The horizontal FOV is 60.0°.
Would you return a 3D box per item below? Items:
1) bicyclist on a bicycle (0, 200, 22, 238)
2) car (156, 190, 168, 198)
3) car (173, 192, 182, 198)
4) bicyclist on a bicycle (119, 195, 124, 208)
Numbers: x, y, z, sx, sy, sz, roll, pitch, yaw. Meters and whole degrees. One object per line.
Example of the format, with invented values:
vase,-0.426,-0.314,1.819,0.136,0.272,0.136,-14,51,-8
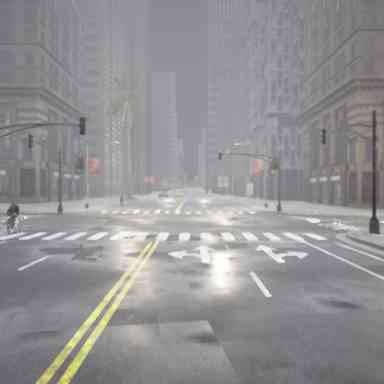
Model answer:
bicyclist on a bicycle,-8.745,1.284,16.085,0.659,1.776,1.843,0,0,0
car,-6.485,0.712,75.593,1.994,1.385,4.181,0,0,0
car,-3.236,0.637,75.592,1.882,1.535,5.008,0,0,0
bicyclist on a bicycle,-8.742,1.215,41.301,0.582,1.620,1.656,0,1,0
